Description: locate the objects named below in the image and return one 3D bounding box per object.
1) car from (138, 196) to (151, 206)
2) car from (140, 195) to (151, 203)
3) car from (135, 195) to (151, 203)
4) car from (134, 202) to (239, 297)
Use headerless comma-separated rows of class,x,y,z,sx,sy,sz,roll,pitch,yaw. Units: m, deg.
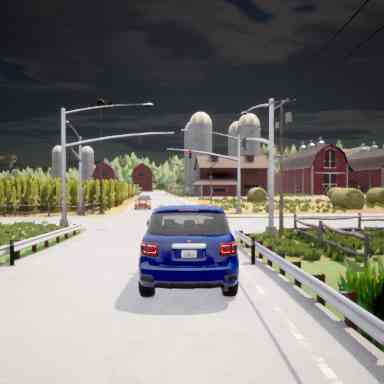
car,-7.602,1.393,53.170,1.994,1.385,4.181,0,1,-8
car,-8.849,1.234,63.135,1.994,1.385,4.181,0,1,-7
car,-6.390,1.335,43.508,2.097,1.767,4.553,0,1,-7
car,-0.109,1.365,9.053,2.150,2.045,5.566,0,-2,-1
